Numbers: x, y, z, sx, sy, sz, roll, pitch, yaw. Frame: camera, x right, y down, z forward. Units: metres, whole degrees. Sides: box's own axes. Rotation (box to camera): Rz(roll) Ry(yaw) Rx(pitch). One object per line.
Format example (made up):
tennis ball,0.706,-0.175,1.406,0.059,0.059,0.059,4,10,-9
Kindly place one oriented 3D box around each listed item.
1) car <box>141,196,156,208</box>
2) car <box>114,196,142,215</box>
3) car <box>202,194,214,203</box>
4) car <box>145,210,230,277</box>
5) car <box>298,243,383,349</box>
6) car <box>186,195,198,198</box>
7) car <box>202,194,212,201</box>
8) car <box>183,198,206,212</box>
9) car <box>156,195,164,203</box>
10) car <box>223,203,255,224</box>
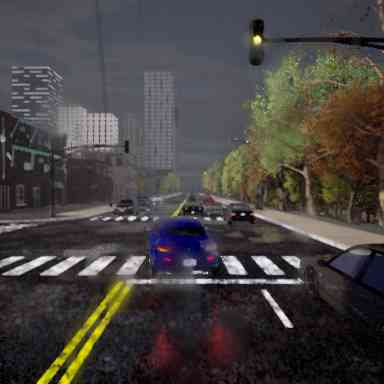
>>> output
car,-6.585,1.275,45.140,2.097,1.767,4.553,0,0,0
car,-6.593,1.467,33.757,1.812,1.442,4.674,0,0,0
car,3.246,1.445,65.298,1.994,1.385,4.181,0,0,0
car,-0.412,1.508,10.196,1.812,1.442,4.674,0,0,-9
car,3.350,1.538,5.222,2.033,1.411,5.357,0,0,0
car,-0.004,1.387,64.882,1.837,1.490,4.892,0,0,0
car,3.247,1.234,75.300,2.033,1.411,5.357,0,0,0
car,0.099,1.544,32.637,1.895,1.301,4.718,0,0,0
car,-6.504,1.408,65.085,1.812,1.442,4.674,0,0,0
car,3.349,1.505,24.398,2.033,1.411,5.357,0,0,0
